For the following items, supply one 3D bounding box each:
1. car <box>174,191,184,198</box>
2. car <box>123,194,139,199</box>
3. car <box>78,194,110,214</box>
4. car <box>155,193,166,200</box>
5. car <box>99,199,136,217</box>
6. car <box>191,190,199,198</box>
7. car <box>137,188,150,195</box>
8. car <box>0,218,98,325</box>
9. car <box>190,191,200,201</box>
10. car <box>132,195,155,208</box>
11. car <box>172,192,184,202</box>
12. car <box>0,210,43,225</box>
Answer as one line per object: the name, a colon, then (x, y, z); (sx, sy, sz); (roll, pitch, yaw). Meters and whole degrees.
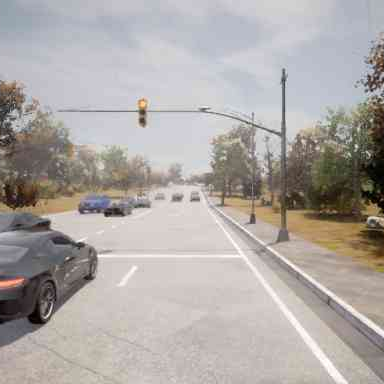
car: (-2.853, 0.588, 74.082); (1.895, 1.301, 4.718); (0, 3, 1)
car: (-10.147, 1.461, 52.724); (1.837, 1.490, 4.892); (0, 1, 1)
car: (-10.304, 1.219, 35.680); (2.150, 2.045, 5.566); (0, 0, 2)
car: (-6.428, 0.861, 67.474); (1.812, 1.442, 4.674); (0, 3, 1)
car: (-6.857, 1.601, 31.133); (1.895, 1.301, 4.718); (0, 0, 1)
car: (0.654, 0.493, 74.498); (1.812, 1.442, 4.674); (0, 3, 1)
car: (-9.910, 0.167, 68.411); (2.150, 2.045, 5.566); (0, 3, 1)
car: (-3.400, 1.526, 7.007); (1.812, 1.442, 4.674); (0, 0, -1)
car: (0.655, 1.079, 64.625); (1.895, 1.301, 4.718); (0, 3, 1)
car: (-6.713, 1.562, 46.303); (1.994, 1.385, 4.181); (0, 0, 1)
car: (-2.851, 1.010, 64.148); (1.837, 1.490, 4.892); (0, 3, 1)
car: (-7.025, 1.477, 12.434); (1.882, 1.535, 5.008); (0, 0, 0)
